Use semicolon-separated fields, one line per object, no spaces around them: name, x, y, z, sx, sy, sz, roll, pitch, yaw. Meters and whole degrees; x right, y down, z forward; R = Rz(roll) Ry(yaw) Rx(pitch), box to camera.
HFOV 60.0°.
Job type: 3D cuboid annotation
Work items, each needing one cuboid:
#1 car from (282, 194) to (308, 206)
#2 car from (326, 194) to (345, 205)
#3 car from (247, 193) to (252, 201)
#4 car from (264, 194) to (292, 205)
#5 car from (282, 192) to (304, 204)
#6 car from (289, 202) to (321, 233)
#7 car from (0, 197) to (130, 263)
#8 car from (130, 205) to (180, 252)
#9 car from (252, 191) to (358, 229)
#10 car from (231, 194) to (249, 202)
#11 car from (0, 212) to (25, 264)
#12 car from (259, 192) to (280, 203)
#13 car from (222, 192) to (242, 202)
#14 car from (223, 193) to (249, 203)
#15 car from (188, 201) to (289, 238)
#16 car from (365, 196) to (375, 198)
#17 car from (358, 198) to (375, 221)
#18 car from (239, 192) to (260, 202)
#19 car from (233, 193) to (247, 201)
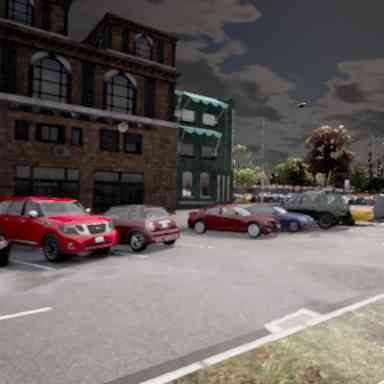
car;13.978;1.048;45.074;2.002;1.452;4.674;1;0;35
car;25.281;1.340;58.577;2.185;1.767;4.553;1;-1;35
car;10.593;0.883;49.917;2.185;1.767;4.553;0;-1;35
car;12.292;1.010;47.504;2.231;1.521;4.892;0;-1;35
car;20.092;1.214;65.987;2.435;2.045;5.566;1;-1;35
car;4.592;1.455;19.181;4.674;1.452;2.002;-1;-1;35
car;-5.227;1.206;12.211;5.566;2.045;2.435;-1;-1;35
car;-2.777;1.322;13.937;4.553;1.767;2.185;-1;0;35
car;7.027;1.145;20.933;5.566;2.045;2.435;-1;0;35
car;11.394;1.459;78.280;1.946;1.575;5.366;1;-1;35
car;-7.676;1.496;10.463;4.792;1.488;2.163;-1;-1;35
car;16.685;1.217;71.007;2.435;2.045;5.566;1;-2;35
car;9.803;1.220;80.949;2.435;2.045;5.566;1;-2;35
car;7.247;1.012;54.801;2.231;1.521;4.892;0;-1;36
car;2.118;1.428;17.439;5.008;1.535;2.097;-1;-1;35
car;28.701;1.464;53.583;2.231;1.521;4.892;1;-1;35
car;9.372;1.371;22.770;5.366;1.575;1.946;-1;0;35
car;13.204;1.216;75.929;2.435;2.045;5.566;1;-1;35
car;9.029;1.009;52.528;1.946;1.575;5.366;0;-1;35
